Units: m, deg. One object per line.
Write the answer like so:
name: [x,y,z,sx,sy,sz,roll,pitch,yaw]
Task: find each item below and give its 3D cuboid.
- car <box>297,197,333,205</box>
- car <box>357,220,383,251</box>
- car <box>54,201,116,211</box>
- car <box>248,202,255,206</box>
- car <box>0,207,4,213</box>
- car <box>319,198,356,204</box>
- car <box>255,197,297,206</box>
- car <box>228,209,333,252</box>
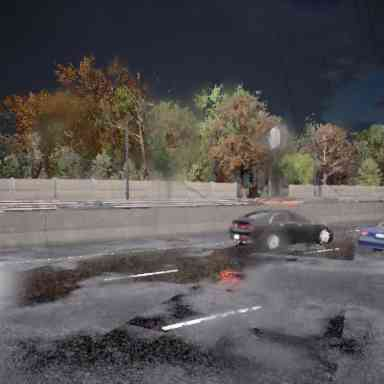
car: [14.177,1.354,36.334,4.553,1.767,2.097,0,0,-30]
car: [8.605,1.547,12.642,5.357,1.411,2.033,0,0,-30]
car: [-8.671,1.492,27.119,4.902,1.511,2.128,0,0,-30]
car: [9.208,1.479,41.544,5.008,1.535,1.882,0,0,-30]
car: [-17.442,1.527,26.085,4.674,1.442,1.812,0,0,-30]
car: [15.025,1.566,32.783,4.181,1.385,1.994,0,0,-30]
car: [9.937,1.353,37.918,4.553,1.767,2.097,0,0,-30]
car: [3.784,1.501,13.883,4.892,1.490,1.837,1,-1,-30]
